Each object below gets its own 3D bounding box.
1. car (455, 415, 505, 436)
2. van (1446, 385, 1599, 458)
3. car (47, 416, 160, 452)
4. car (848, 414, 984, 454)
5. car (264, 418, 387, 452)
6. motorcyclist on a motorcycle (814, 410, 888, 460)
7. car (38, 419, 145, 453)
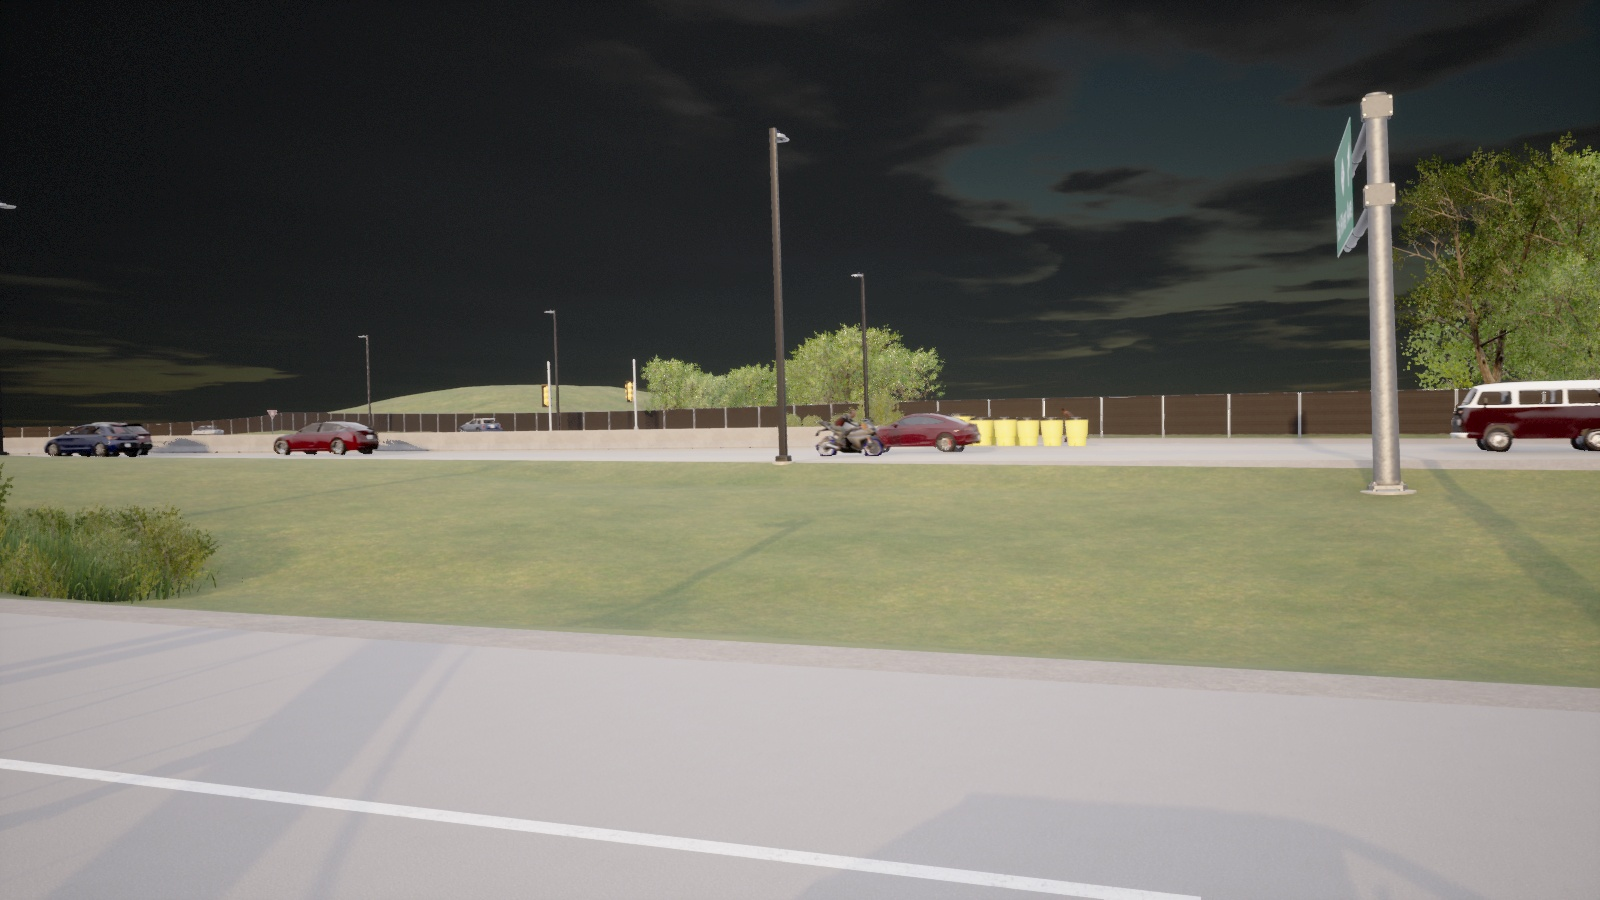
[{"bbox_3d":[-23.503,-1.798,92.229,1.970,1.475,3.806,-2,2,-43],"label":"car"},{"bbox_3d":[21.299,-0.804,36.263,4.480,2.038,2.069,0,1,20],"label":"van"},{"bbox_3d":[-33.154,-0.760,59.788,4.856,1.649,2.033,0,1,20],"label":"car"},{"bbox_3d":[4.254,-0.581,46.189,4.674,1.442,1.812,0,1,20],"label":"car"},{"bbox_3d":[-20.886,-0.659,55.328,4.792,1.488,2.163,0,1,20],"label":"car"},{"bbox_3d":[1.606,-0.476,39.704,2.191,1.530,0.866,0,1,20],"label":"motorcyclist on a motorcycle"},{"bbox_3d":[-31.238,-0.620,55.368,4.193,1.474,1.816,0,1,20],"label":"car"}]
